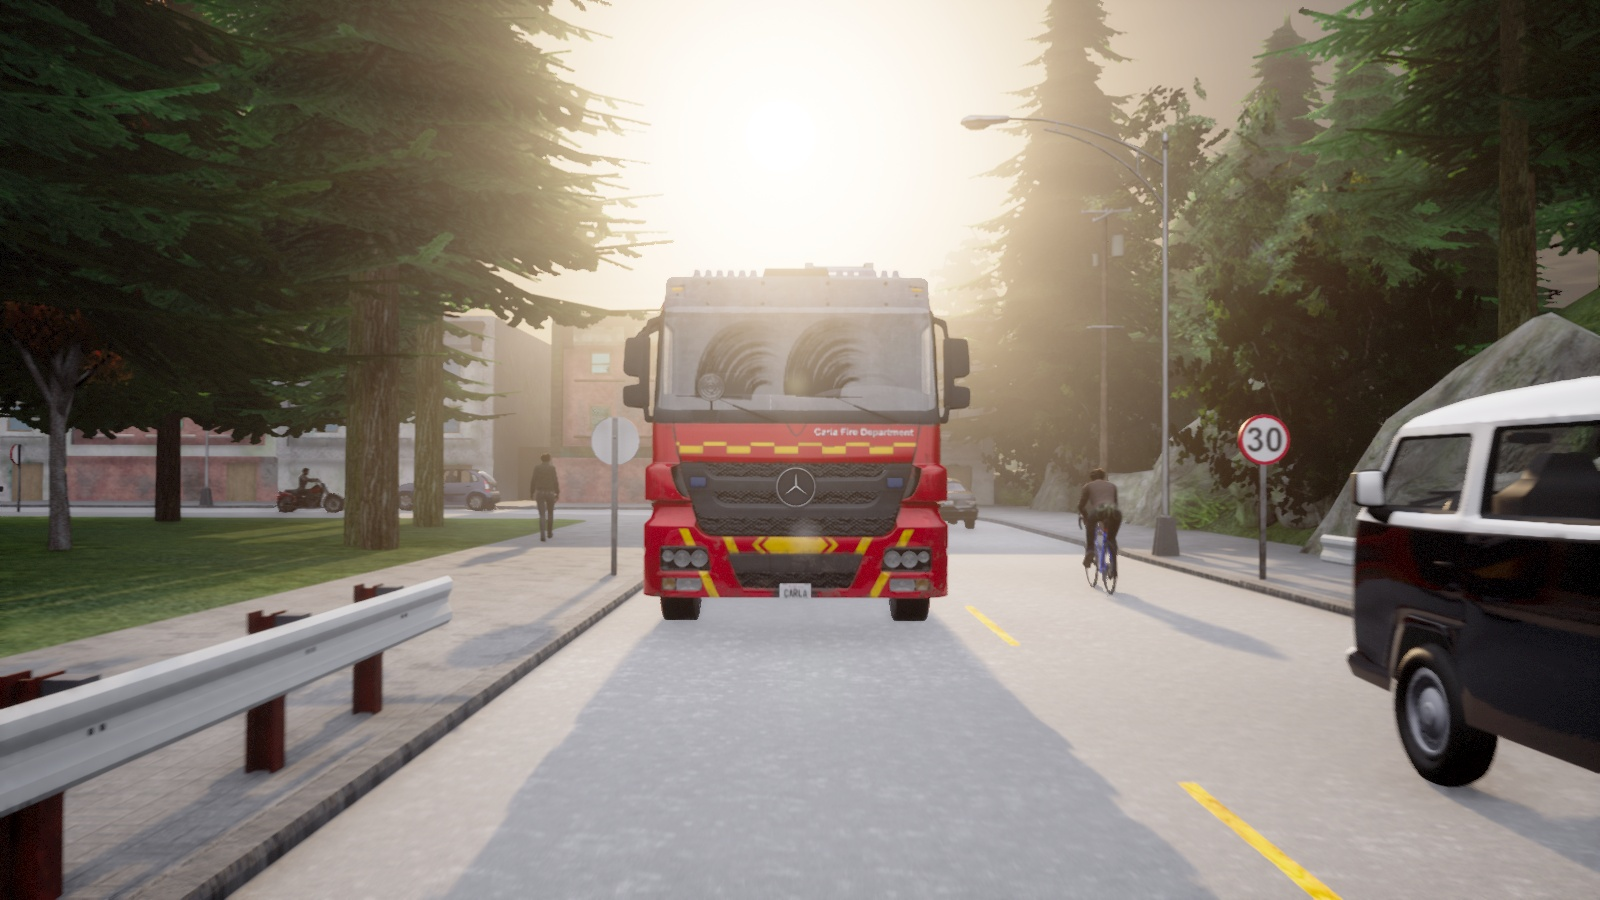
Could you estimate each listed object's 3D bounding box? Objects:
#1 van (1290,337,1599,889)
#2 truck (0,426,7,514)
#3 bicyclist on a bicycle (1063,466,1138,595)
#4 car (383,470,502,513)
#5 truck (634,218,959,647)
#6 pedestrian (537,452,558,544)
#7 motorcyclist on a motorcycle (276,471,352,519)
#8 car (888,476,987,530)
[{"bbox_3d":[3.986,0.610,5.289,2.069,2.038,4.480,0,-1,0],"label":"van"},{"bbox_3d":[-35.152,0.776,47.944,7.936,3.462,2.891,0,-1,0],"label":"truck"},{"bbox_3d":[3.957,1.031,16.665,0.582,1.620,1.656,0,-1,0],"label":"bicyclist on a bicycle"},{"bbox_3d":[-13.572,1.568,47.864,3.988,1.617,1.851,0,-1,0],"label":"car"},{"bbox_3d":[-0.043,-0.091,15.467,2.891,3.827,8.468,0,-1,0],"label":"truck"},{"bbox_3d":[-5.141,0.973,25.578,0.353,1.847,0.614,0,-1,-4],"label":"pedestrian"},{"bbox_3d":[-16.952,1.567,43.868,2.350,1.649,0.766,0,-1,0],"label":"motorcyclist on a motorcycle"},{"bbox_3d":[3.825,1.449,35.957,2.033,1.411,5.357,0,-1,-2],"label":"car"}]
